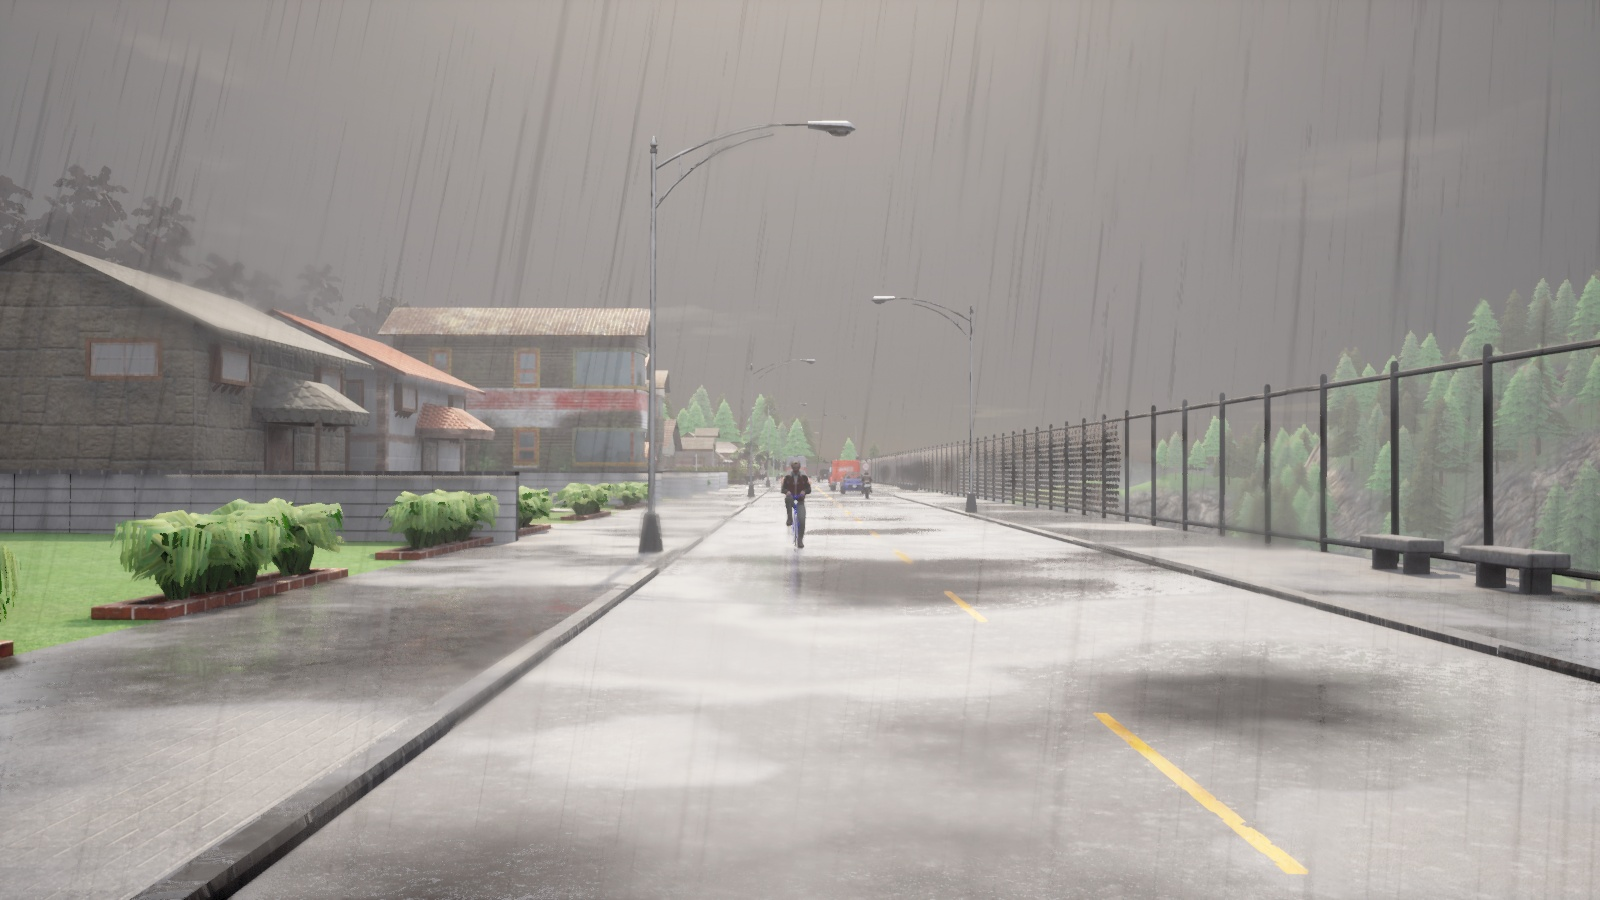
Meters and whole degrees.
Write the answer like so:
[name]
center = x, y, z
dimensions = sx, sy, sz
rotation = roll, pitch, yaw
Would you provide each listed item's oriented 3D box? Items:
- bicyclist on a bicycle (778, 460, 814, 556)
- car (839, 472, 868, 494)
[bicyclist on a bicycle]
center = -0.073, 1.091, 24.196
dimensions = 0.659, 1.776, 1.843
rotation = 0, -1, 0
[car]
center = 3.736, 2.281, 87.645
dimensions = 1.816, 1.474, 4.193
rotation = 0, -1, 0
